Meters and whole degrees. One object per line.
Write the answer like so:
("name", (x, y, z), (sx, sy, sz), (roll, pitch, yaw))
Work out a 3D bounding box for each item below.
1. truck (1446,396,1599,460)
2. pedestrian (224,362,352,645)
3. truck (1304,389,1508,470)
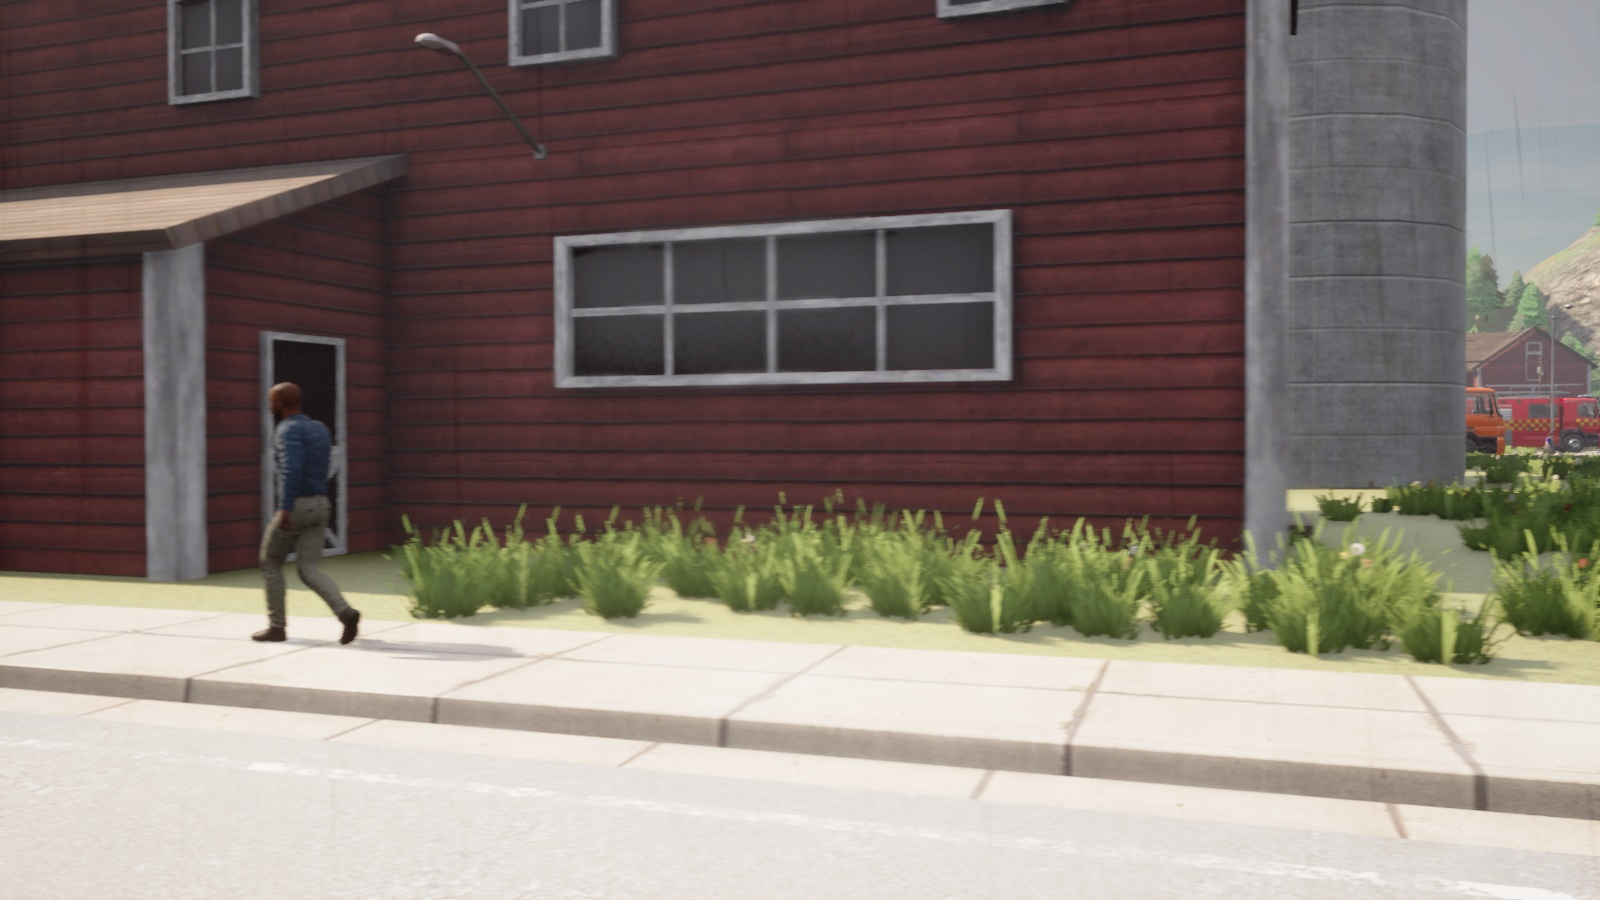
("truck", (45.093, -1.391, 78.016), (8.468, 3.827, 2.891), (1, 1, 20))
("pedestrian", (-3.436, 0.341, 8.434), (0.726, 1.835, 0.370), (1, 1, 19))
("truck", (27.157, -0.935, 56.723), (7.936, 3.462, 2.891), (1, 1, 19))
